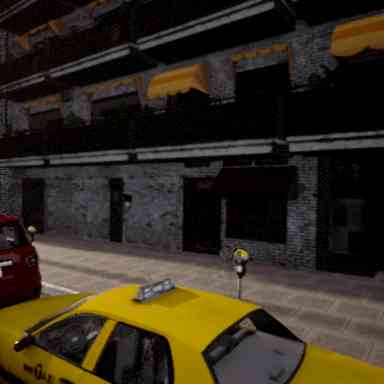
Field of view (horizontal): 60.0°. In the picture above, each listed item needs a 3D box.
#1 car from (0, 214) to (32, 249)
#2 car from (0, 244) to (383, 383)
[{"bbox_3d":[-4.918,1.311,6.369,5.009,1.841,2.192,0,1,36],"label":"car"},{"bbox_3d":[-0.556,1.525,3.266,4.829,1.417,1.752,0,1,36],"label":"car"}]
